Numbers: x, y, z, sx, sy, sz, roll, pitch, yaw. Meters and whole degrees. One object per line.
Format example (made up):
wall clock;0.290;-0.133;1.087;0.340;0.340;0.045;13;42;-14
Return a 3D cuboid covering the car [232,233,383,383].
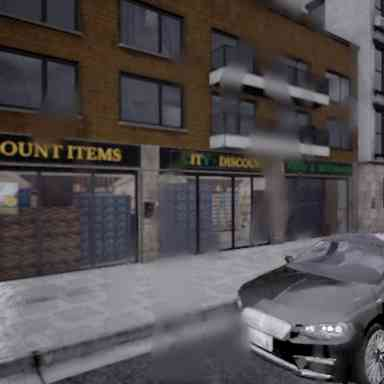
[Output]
car;2.806;1.474;5.374;4.902;1.511;2.128;0;0;-35
